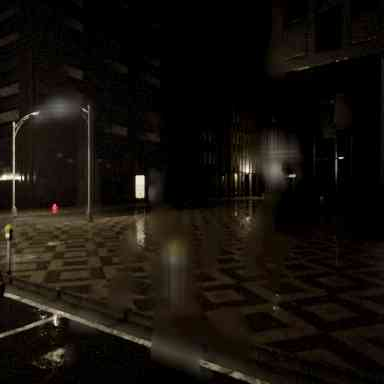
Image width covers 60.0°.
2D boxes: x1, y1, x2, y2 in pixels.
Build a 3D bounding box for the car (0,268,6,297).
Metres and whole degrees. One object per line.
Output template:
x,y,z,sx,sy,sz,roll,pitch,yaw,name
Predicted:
-5.781,1.536,7.007,4.829,1.417,1.752,0,0,35,car
